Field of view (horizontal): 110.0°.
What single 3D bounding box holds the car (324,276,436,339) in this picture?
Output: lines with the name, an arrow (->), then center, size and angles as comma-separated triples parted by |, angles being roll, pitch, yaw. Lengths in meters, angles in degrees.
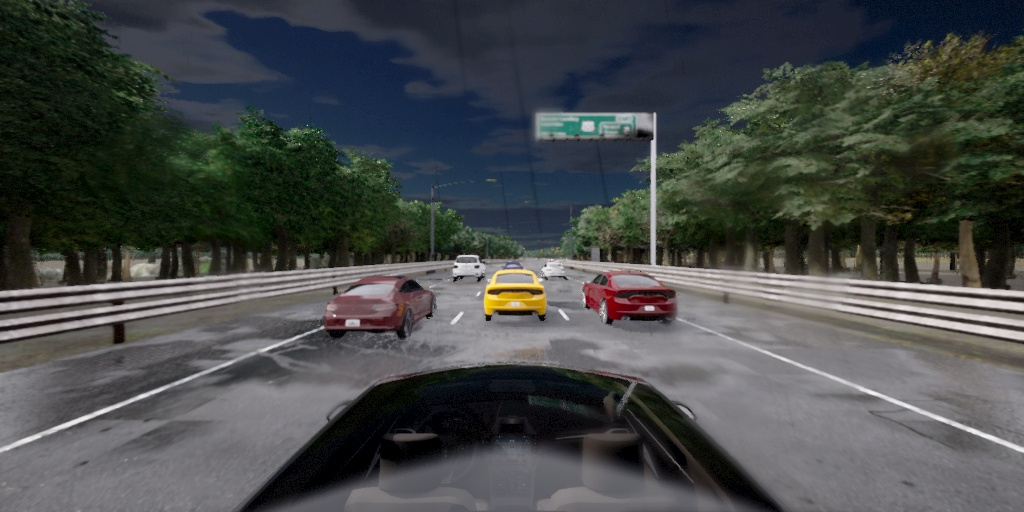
car -> -3.414, 1.269, 9.973 | 1.812, 1.442, 4.674 | 0, 0, 0

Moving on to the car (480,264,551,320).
car -> 0.097, 1.220, 12.706 | 1.882, 1.535, 5.008 | 0, 0, 0

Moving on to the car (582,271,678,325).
car -> 3.609, 1.220, 11.861 | 1.882, 1.535, 5.008 | 0, 0, 0

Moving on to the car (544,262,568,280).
car -> 3.592, 1.281, 31.177 | 1.812, 1.442, 4.674 | 0, 0, 0

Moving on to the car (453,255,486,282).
car -> -3.407, 0.973, 29.311 | 2.150, 2.045, 5.566 | 0, 0, 0
